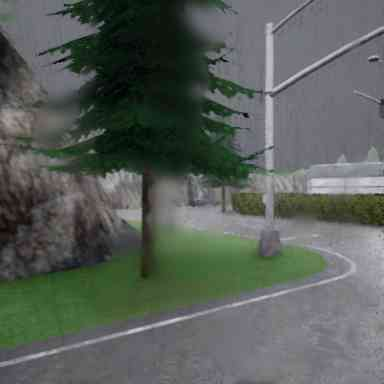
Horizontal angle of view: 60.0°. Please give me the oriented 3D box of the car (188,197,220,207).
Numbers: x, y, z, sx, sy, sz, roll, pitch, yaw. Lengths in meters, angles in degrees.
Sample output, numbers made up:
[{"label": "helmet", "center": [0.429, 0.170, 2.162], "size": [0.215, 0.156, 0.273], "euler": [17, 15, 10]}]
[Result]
[{"label": "car", "center": [1.922, 1.514, 50.369], "size": [5.357, 1.411, 2.033], "euler": [0, 0, -41]}]
